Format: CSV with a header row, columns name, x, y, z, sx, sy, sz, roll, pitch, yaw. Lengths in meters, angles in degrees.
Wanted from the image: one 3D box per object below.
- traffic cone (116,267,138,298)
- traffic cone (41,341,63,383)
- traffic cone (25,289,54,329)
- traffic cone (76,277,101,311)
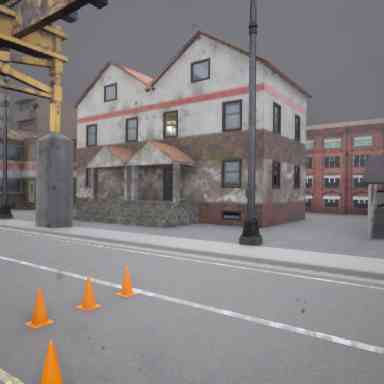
name,x,y,z,sx,sy,sz,roll,pitch,yaw
traffic cone,-1.426,1.949,7.286,0.340,0.580,0.340,0,0,36
traffic cone,-1.558,1.952,3.683,0.340,0.580,0.340,0,0,36
traffic cone,-2.595,1.949,5.664,0.340,0.580,0.340,0,0,36
traffic cone,-2.011,1.949,6.475,0.340,0.580,0.340,0,0,36
